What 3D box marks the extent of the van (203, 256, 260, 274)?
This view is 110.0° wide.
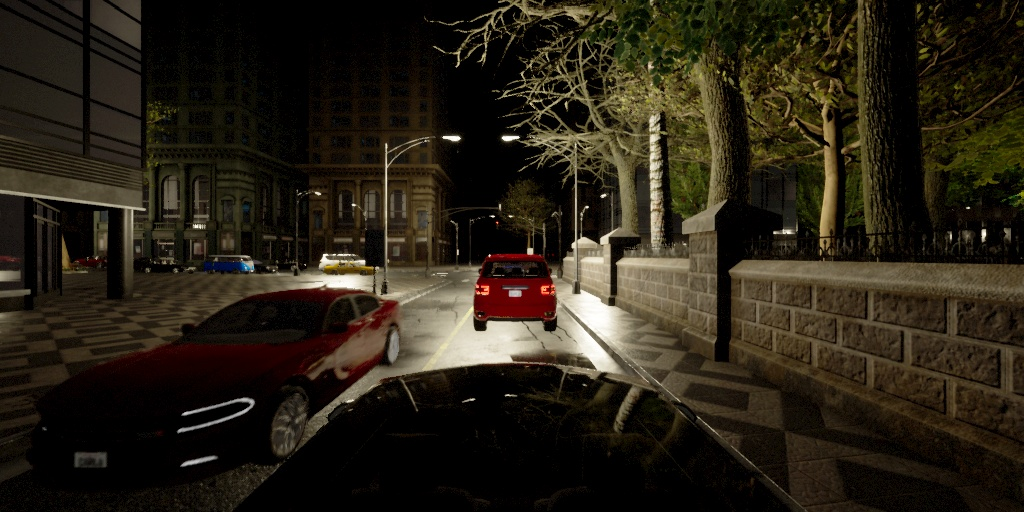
[{"bbox_3d":[-26.352,0.840,33.446,3.998,1.789,1.690,0,0,0],"label":"van"}]

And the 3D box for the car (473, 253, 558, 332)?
[{"bbox_3d":[0.099,0.971,11.067,2.150,2.045,5.566,0,0,0],"label":"car"}]

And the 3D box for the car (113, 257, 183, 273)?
[{"bbox_3d":[-36.611,0.856,36.184,4.902,1.511,2.128,1,0,0],"label":"car"}]

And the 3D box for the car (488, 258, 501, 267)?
[{"bbox_3d":[-3.061,1.155,64.092,2.033,1.411,5.357,0,0,0],"label":"car"}]

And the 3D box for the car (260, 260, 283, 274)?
[{"bbox_3d":[-26.606,1.043,36.114,5.357,1.411,2.033,1,0,1],"label":"car"}]

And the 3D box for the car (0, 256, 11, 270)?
[{"bbox_3d":[-48.827,0.742,33.577,4.403,1.370,2.007,0,0,0],"label":"car"}]

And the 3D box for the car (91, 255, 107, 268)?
[{"bbox_3d":[-48.784,0.630,42.103,4.097,1.591,1.967,0,0,0],"label":"car"}]

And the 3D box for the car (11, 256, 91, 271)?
[{"bbox_3d":[-43.040,0.799,33.544,4.829,1.417,1.751,0,0,0],"label":"car"}]

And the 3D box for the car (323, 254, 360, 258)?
[{"bbox_3d":[-16.372,0.830,36.053,5.566,2.045,2.150,1,0,1],"label":"car"}]

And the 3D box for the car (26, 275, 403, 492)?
[{"bbox_3d":[-3.099,1.227,5.135,1.882,1.535,5.008,0,0,0],"label":"car"}]

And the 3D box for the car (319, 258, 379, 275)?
[{"bbox_3d":[-14.941,1.146,33.380,4.829,1.417,1.751,0,0,0],"label":"car"}]

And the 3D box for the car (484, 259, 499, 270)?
[{"bbox_3d":[-3.119,1.221,54.058,2.033,1.411,5.357,0,0,-4],"label":"car"}]

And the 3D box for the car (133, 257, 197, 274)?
[{"bbox_3d":[-31.970,0.980,33.479,4.403,1.370,2.007,0,0,0],"label":"car"}]

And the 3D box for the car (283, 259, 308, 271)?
[{"bbox_3d":[-26.312,1.065,41.972,4.313,1.339,1.948,0,0,0],"label":"car"}]
